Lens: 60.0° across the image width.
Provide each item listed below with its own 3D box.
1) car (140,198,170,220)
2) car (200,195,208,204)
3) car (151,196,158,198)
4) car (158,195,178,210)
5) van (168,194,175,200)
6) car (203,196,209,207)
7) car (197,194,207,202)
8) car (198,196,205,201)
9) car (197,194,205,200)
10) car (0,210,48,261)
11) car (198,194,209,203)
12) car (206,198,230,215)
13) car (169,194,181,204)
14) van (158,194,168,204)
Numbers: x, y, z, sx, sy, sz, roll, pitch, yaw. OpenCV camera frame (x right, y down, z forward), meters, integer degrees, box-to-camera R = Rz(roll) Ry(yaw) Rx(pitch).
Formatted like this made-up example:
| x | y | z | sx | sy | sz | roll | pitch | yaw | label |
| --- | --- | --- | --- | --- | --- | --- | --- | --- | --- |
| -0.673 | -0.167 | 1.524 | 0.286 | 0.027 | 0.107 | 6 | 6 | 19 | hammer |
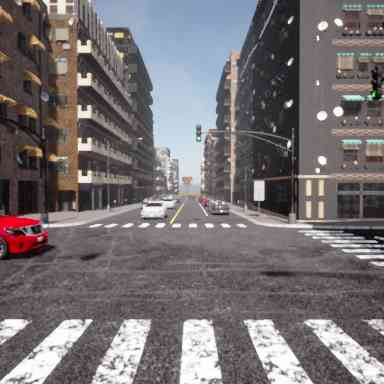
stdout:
| x | y | z | sx | sy | sz | roll | pitch | yaw | label |
| --- | --- | --- | --- | --- | --- | --- | --- | --- | --- |
| -3.148 | 1.522 | 28.381 | 1.812 | 1.442 | 4.674 | 0 | 0 | 1 | car |
| 2.630 | 1.558 | 50.170 | 1.887 | 1.381 | 4.507 | -1 | 0 | 0 | car |
| -5.898 | 1.558 | 44.723 | 2.008 | 1.369 | 4.403 | -1 | 0 | 0 | car |
| -3.152 | 1.532 | 43.893 | 1.812 | 1.442 | 4.674 | 0 | 0 | 0 | car |
| -5.797 | 1.432 | 95.416 | 1.690 | 1.788 | 3.998 | -1 | 0 | 0 | van |
| 2.748 | 1.553 | 38.906 | 2.008 | 1.369 | 4.403 | -1 | 0 | 0 | car |
| 2.590 | 1.582 | 67.165 | 1.887 | 1.381 | 4.507 | -1 | 0 | 0 | car |
| 2.562 | 1.661 | 89.691 | 1.802 | 1.307 | 4.206 | -1 | 0 | 0 | car |
| 2.552 | 1.531 | 95.323 | 1.967 | 1.590 | 4.097 | -1 | 0 | 0 | car |
| -8.146 | 1.305 | 11.807 | 5.566 | 2.045 | 2.150 | 0 | 1 | 0 | car |
| 2.578 | 1.362 | 72.798 | 2.192 | 1.841 | 5.009 | -1 | 0 | 0 | car |
| 2.763 | 1.550 | 33.375 | 2.008 | 1.369 | 4.403 | -1 | 0 | 0 | car |
| -3.081 | 1.533 | 64.023 | 2.128 | 1.511 | 4.902 | 0 | 0 | 0 | car |
| -5.761 | 1.378 | 67.254 | 1.690 | 1.788 | 3.998 | -1 | 0 | 0 | van |
